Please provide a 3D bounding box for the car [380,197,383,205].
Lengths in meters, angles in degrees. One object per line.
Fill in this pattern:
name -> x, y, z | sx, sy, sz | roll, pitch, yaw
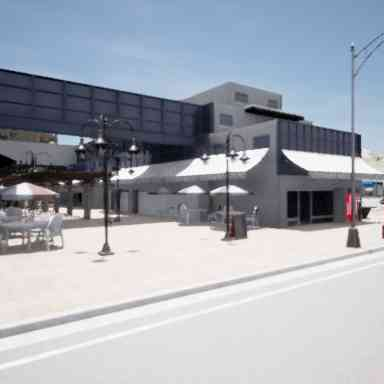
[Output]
car -> 28.826, 1.083, 47.977 | 3.806, 1.475, 1.970 | -1, 0, -36
